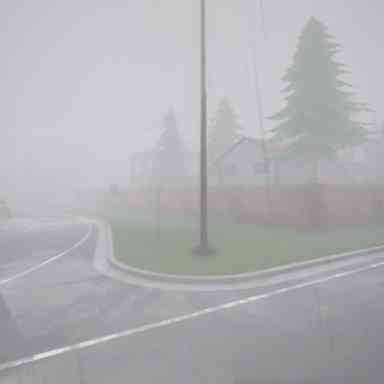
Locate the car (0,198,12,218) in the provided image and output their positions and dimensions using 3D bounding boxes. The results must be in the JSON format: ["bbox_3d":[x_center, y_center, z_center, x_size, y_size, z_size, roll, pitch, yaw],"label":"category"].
[{"bbox_3d":[-17.502,1.337,29.377,2.097,1.767,4.553,0,0,-39],"label":"car"}]
